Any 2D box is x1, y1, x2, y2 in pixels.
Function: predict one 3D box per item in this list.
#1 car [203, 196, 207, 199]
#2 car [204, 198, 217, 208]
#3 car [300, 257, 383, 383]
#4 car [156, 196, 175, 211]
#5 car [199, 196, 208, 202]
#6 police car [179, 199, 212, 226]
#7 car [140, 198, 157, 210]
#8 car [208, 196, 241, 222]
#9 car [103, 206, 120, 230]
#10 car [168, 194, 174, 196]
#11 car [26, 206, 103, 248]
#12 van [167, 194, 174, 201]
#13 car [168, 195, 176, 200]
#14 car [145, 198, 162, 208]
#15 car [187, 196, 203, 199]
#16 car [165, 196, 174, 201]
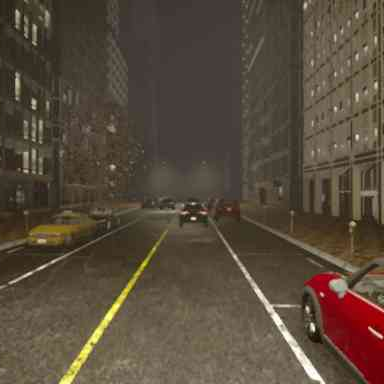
[{"bbox_3d":[2.699,1.363,37.934,2.192,1.841,5.009,0,0,0],"label":"car"},{"bbox_3d":[2.699,1.582,49.487,1.752,1.417,4.829,0,0,0],"label":"car"},{"bbox_3d":[2.694,1.447,3.781,1.967,1.590,4.097,0,0,0],"label":"car"},{"bbox_3d":[-3.086,1.577,42.127,1.812,1.442,4.674,0,0,0],"label":"car"},{"bbox_3d":[2.702,1.636,77.779,1.947,1.339,4.313,0,0,0],"label":"car"},{"bbox_3d":[0.102,1.534,23.564,2.038,1.542,4.974,0,0,0],"label":"police car"},{"bbox_3d":[-5.682,1.604,43.639,2.008,1.369,4.403,0,0,0],"label":"car"},{"bbox_3d":[2.698,1.351,26.550,2.192,1.841,5.009,0,0,0],"label":"car"},{"bbox_3d":[-5.685,1.580,20.870,2.008,1.369,4.403,0,0,0],"label":"car"},{"bbox_3d":[-5.679,1.619,72.100,2.008,1.369,4.403,0,0,0],"label":"car"},{"bbox_3d":[-5.686,1.547,15.006,1.752,1.417,4.829,0,0,0],"label":"car"},{"bbox_3d":[-5.676,1.414,89.177,1.690,1.788,3.998,0,0,0],"label":"van"},{"bbox_3d":[-5.677,1.656,94.869,1.802,1.307,4.206,0,0,0],"label":"car"},{"bbox_3d":[-5.682,1.623,49.332,1.947,1.339,4.313,0,0,0],"label":"car"},{"bbox_3d":[0.105,1.402,41.454,2.097,1.767,4.553,0,0,0],"label":"car"},{"bbox_3d":[-5.678,1.617,83.485,1.887,1.381,4.507,0,0,0],"label":"car"}]
